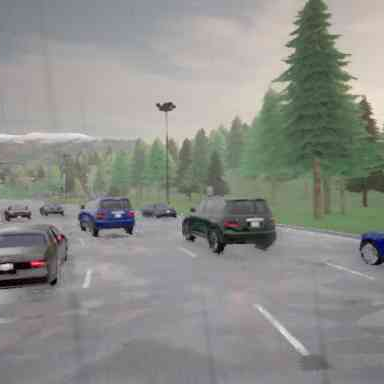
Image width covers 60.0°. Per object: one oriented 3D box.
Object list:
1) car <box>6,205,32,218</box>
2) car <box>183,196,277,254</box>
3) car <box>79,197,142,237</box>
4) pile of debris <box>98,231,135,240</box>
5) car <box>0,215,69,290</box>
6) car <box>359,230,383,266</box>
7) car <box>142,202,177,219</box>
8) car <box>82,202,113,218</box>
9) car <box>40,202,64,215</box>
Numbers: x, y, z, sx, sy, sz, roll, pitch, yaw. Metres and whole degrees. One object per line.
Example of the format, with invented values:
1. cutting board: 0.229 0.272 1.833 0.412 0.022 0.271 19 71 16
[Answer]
1. car: -16.266 1.907 31.071 1.895 1.301 4.718 -1 0 -32
2. car: 1.306 1.202 13.795 2.150 2.045 5.566 0 0 -18
3. car: -5.023 1.317 19.185 2.150 2.045 5.566 -1 0 -29
4. pile of debris: -4.000 2.253 17.397 1.500 0.140 1.860 -1 0 -26
5. car: -4.606 1.634 9.378 2.033 1.411 5.357 -1 0 -17
6. car: 6.347 1.363 8.240 1.882 1.535 5.008 -1 0 -10
7. car: -3.031 1.627 29.617 1.994 1.385 4.181 -1 0 -32
8. car: -9.579 1.748 33.498 1.994 1.385 4.181 -1 0 -32
9. car: -15.181 1.835 35.938 2.033 1.411 5.357 -1 0 -32
